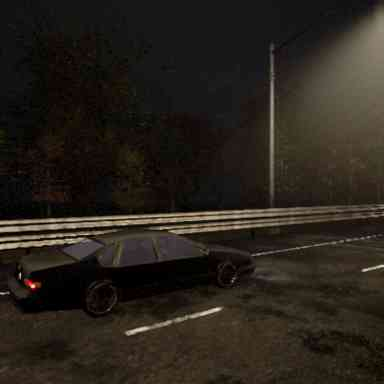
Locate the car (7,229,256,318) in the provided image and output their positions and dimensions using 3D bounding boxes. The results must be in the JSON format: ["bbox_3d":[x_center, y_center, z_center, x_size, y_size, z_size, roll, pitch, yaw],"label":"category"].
[{"bbox_3d":[-1.033,1.551,7.430,5.357,1.411,2.033,0,0,-35],"label":"car"}]
